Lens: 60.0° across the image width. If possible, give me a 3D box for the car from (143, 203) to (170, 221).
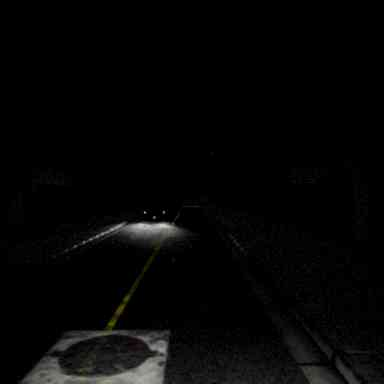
[{"bbox_3d":[-2.833,1.608,27.278,1.895,1.301,4.718,0,0,0],"label":"car"}]
